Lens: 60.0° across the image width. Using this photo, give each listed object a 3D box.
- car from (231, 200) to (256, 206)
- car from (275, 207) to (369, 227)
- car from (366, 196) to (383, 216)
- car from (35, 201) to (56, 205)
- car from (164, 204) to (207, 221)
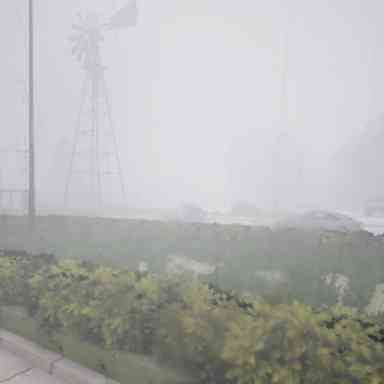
[{"bbox_3d":[5.986,1.685,38.305,1.816,1.474,4.193,-1,0,35],"label":"car"},{"bbox_3d":[6.166,1.610,16.531,4.181,1.385,1.994,-1,0,35],"label":"car"},{"bbox_3d":[17.332,1.353,31.005,1.905,1.878,3.866,-1,0,35],"label":"car"},{"bbox_3d":[-21.254,2.010,47.356,2.033,1.411,5.357,-1,0,36],"label":"car"},{"bbox_3d":[-0.449,1.686,27.101,1.784,1.438,3.905,-1,0,35],"label":"car"}]
